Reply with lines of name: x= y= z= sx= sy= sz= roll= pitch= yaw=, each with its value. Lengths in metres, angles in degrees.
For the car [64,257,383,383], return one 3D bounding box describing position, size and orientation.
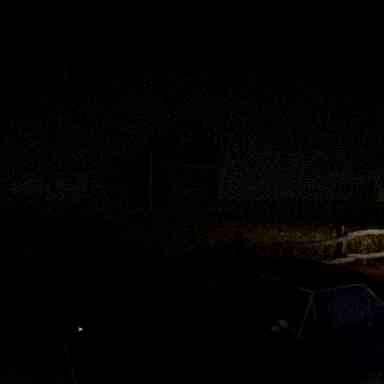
car: x=1.005 y=1.601 z=4.088 sx=4.718 sy=1.301 sz=1.895 roll=0 pitch=0 yaw=-31
